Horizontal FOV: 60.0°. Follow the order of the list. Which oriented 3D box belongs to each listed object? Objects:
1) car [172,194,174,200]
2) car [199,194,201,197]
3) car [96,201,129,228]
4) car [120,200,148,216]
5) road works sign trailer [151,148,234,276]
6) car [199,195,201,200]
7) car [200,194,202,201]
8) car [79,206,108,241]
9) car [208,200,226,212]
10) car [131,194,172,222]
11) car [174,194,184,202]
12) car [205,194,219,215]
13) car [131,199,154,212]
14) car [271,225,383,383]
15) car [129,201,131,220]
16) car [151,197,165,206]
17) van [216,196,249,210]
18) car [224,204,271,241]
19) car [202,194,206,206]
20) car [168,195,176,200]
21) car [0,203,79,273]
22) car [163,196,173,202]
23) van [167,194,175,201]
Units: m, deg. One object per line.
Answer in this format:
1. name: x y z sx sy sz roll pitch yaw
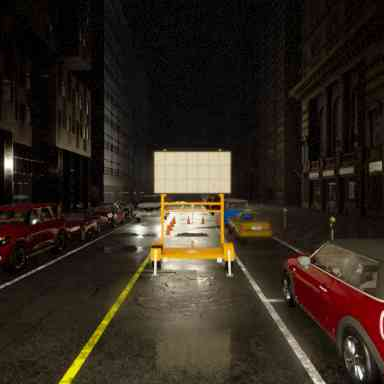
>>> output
1. car: -5.643 1.467 72.482 1.967 1.590 4.097 0 0 0
2. car: 2.873 1.464 66.875 1.967 1.590 4.097 0 0 0
3. car: -5.730 1.440 22.063 1.967 1.590 4.097 0 0 0
4. car: -5.710 1.569 33.267 1.947 1.339 4.313 0 0 0
5. road works sign trailer: 0.015 0.464 10.305 2.380 3.560 2.880 0 0 0
6. car: 2.863 1.586 61.274 1.947 1.339 4.313 0 0 0
7. car: 2.853 1.456 55.672 1.967 1.590 4.097 0 0 0
8. car: -5.739 1.581 16.461 1.802 1.307 4.206 0 0 0
9. car: 2.825 1.588 38.867 1.802 1.307 4.206 0 0 0
10. car: -3.057 1.222 26.446 2.150 2.045 5.566 0 0 0
11. car: -2.869 1.595 77.313 1.994 1.385 4.181 0 0 0
12. car: 2.814 1.318 33.265 2.192 1.841 5.009 0 0 0
13. car: -5.700 1.571 38.869 1.947 1.339 4.313 0 0 0
14. car: 2.766 1.440 5.256 1.967 1.590 4.097 0 0 0
15. car: -5.720 1.552 27.665 2.008 1.369 4.403 0 0 0
16. car: -5.672 1.560 55.676 1.887 1.381 4.507 0 0 0
17. van: 2.795 1.341 22.062 1.690 1.788 3.998 0 0 0
18. car: 2.786 1.525 16.631 1.752 1.417 4.829 0 0 0
19. car: 2.833 1.324 44.469 2.192 1.841 5.009 0 0 0
20. car: -5.604 1.588 94.891 1.887 1.381 4.507 0 0 0
21. car: -5.749 1.314 10.859 2.192 1.841 5.009 0 0 0
22. car: -5.633 1.576 78.084 1.887 1.381 4.507 0 0 0
23. van: -5.614 1.380 89.289 1.690 1.788 3.998 0 0 0
